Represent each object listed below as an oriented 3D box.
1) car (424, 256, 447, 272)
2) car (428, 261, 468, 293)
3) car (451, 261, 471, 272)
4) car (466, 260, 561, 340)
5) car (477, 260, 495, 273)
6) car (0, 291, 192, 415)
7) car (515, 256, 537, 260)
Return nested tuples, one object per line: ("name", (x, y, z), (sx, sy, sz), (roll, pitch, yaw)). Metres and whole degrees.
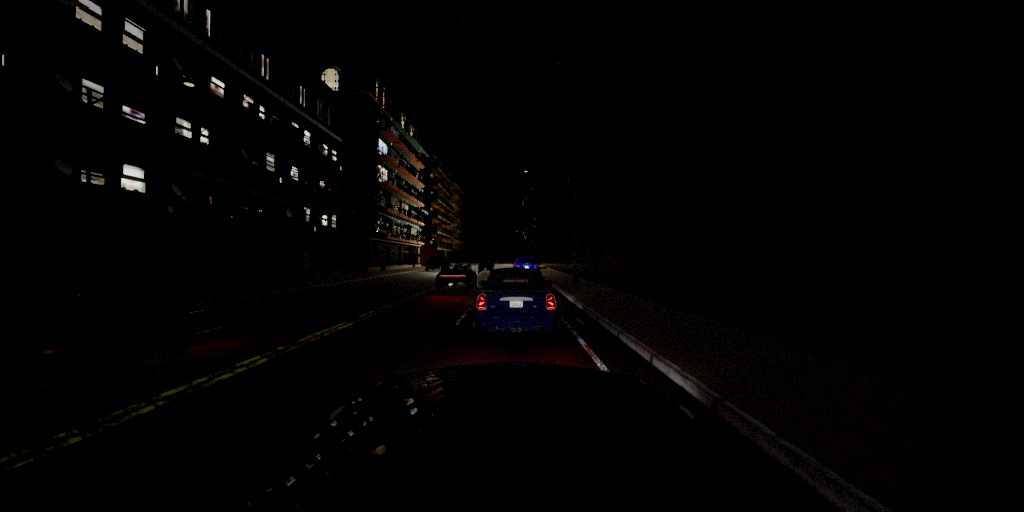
("car", (-9.826, 0.974, 46.930), (2.150, 2.045, 5.566), (0, 0, 0))
("car", (-3.141, 1.245, 20.852), (2.128, 1.511, 4.902), (0, 0, 0))
("car", (-6.578, 1.354, 46.493), (1.895, 1.301, 4.718), (0, 0, 0))
("car", (0.103, 1.103, 10.177), (2.097, 1.767, 4.553), (0, 0, 0))
("car", (-3.129, 1.256, 44.221), (1.837, 1.490, 4.892), (0, -1, 0))
("car", (-6.600, 1.255, 4.309), (1.837, 1.490, 4.892), (0, 0, 0))
("car", (1.151, 0.979, 30.130), (2.150, 2.045, 5.566), (0, 0, 0))
